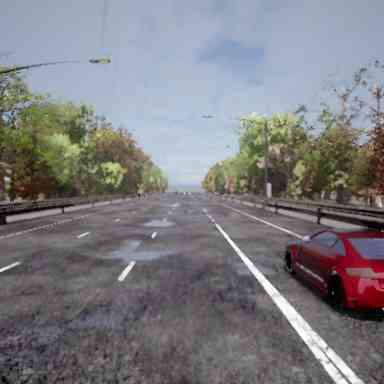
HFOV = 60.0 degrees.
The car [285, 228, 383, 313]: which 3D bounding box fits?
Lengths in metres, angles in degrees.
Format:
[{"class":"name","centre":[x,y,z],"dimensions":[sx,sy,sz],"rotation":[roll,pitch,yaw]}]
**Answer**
[{"class":"car","centre":[3.598,1.508,7.601],"dimensions":[1.994,1.385,4.181],"rotation":[0,0,-1]}]
